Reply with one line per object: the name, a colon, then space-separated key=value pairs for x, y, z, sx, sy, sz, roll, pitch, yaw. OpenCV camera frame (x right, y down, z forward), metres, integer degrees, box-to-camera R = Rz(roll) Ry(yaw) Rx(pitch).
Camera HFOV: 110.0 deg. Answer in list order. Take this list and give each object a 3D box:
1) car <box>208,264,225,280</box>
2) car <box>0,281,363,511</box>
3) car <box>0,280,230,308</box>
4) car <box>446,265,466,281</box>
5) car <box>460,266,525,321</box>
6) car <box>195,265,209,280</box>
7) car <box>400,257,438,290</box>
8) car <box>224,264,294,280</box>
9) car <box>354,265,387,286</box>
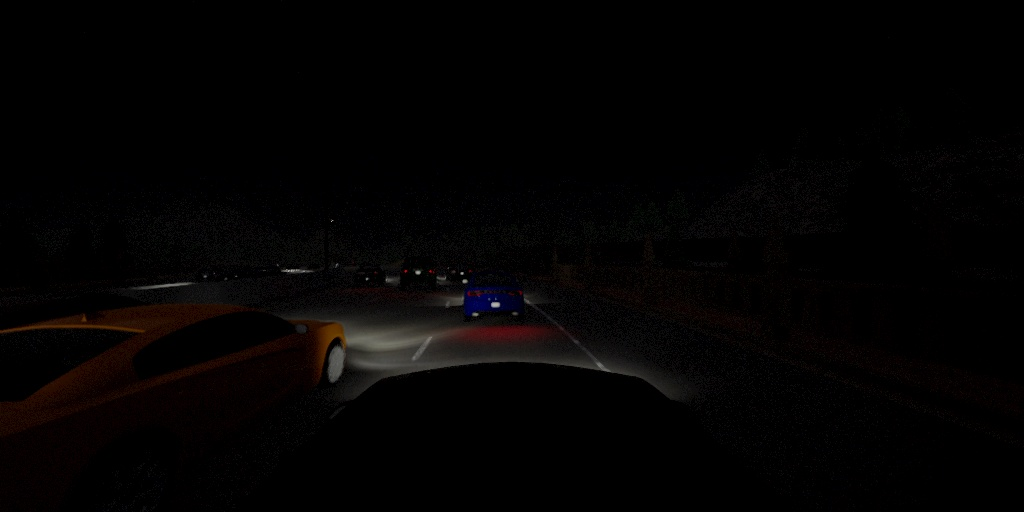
car: x=-22.524 y=1.503 z=29.494 sx=1.837 sy=1.490 sz=4.892 roll=0 pitch=0 yaw=-20
car: x=-3.599 y=1.251 z=3.885 sx=1.882 sy=1.535 sz=5.008 roll=0 pitch=0 yaw=-1
car: x=-7.163 y=1.323 z=5.859 sx=1.812 sy=1.442 sz=4.674 roll=0 pitch=0 yaw=-2
car: x=-4.702 y=1.439 z=31.672 sx=1.994 sy=1.385 sz=4.181 roll=0 pitch=0 yaw=-16
car: x=-0.747 y=1.269 z=12.834 sx=1.882 sy=1.535 sz=5.008 roll=0 pitch=0 yaw=-6
car: x=-27.880 y=1.556 z=33.721 sx=2.128 sy=1.511 sz=4.902 roll=0 pitch=0 yaw=-23
car: x=-6.105 y=1.080 z=23.638 sx=2.150 sy=2.045 sz=5.566 roll=0 pitch=0 yaw=-13
car: x=-17.461 y=1.487 z=25.121 sx=2.033 sy=1.411 sz=5.357 roll=0 pitch=0 yaw=-15
car: x=-10.580 y=1.391 z=26.938 sx=2.128 sy=1.511 sz=4.902 roll=0 pitch=0 yaw=-15
